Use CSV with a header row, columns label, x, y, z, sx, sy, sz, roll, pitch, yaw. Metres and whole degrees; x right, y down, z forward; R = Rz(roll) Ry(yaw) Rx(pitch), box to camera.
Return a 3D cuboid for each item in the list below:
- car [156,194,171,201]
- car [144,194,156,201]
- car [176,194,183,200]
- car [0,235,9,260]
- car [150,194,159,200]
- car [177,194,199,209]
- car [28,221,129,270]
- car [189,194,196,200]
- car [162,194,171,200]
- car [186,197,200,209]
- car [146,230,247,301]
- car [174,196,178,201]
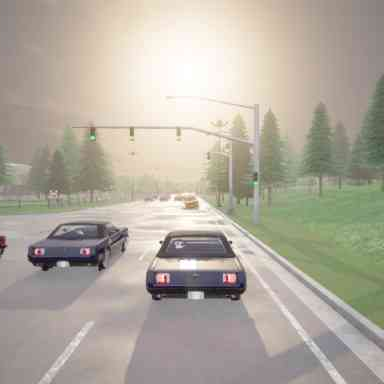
label,x,y,z,sx,sy,sz,roll,pitch,yaw
car,-6.840,1.531,80.602,2.033,1.411,5.357,0,0,0
car,-10.340,1.531,80.609,2.033,1.411,5.357,0,0,0
car,-3.319,1.357,91.015,1.812,1.442,4.674,0,0,0
car,-6.882,1.601,8.657,1.895,1.301,4.718,0,0,0
car,-10.319,1.332,91.029,1.837,1.490,4.892,0,0,0
car,-0.340,1.057,46.583,1.882,1.535,5.008,-11,16,-7
car,-3.379,1.601,10.974,1.895,1.301,4.718,0,0,0
car,0.181,1.372,91.008,2.033,1.411,5.357,0,0,0
car,-6.819,1.372,91.022,2.033,1.411,5.357,0,0,0
car,0.097,1.591,49.966,2.033,1.411,5.357,0,2,0
car,0.096,1.601,8.301,1.895,1.301,4.718,0,0,0
car,-3.339,1.545,81.012,1.994,1.385,4.181,0,0,0
